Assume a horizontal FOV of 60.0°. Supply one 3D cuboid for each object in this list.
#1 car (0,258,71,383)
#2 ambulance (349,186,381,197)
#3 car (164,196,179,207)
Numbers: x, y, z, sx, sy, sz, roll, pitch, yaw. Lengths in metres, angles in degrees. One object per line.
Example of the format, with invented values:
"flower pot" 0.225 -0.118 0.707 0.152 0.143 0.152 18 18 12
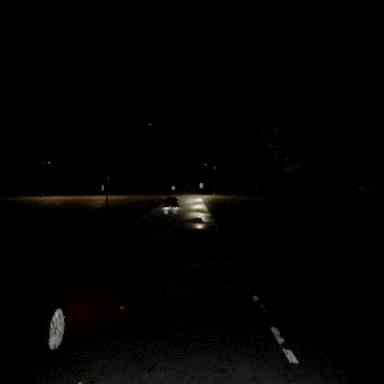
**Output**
"car" -2.862 1.510 3.301 1.882 1.535 5.008 0 0 0
"ambulance" 39.397 -0.011 75.988 6.366 2.431 2.351 0 -1 0
"car" -2.832 1.304 46.118 2.033 1.411 5.357 0 1 0
